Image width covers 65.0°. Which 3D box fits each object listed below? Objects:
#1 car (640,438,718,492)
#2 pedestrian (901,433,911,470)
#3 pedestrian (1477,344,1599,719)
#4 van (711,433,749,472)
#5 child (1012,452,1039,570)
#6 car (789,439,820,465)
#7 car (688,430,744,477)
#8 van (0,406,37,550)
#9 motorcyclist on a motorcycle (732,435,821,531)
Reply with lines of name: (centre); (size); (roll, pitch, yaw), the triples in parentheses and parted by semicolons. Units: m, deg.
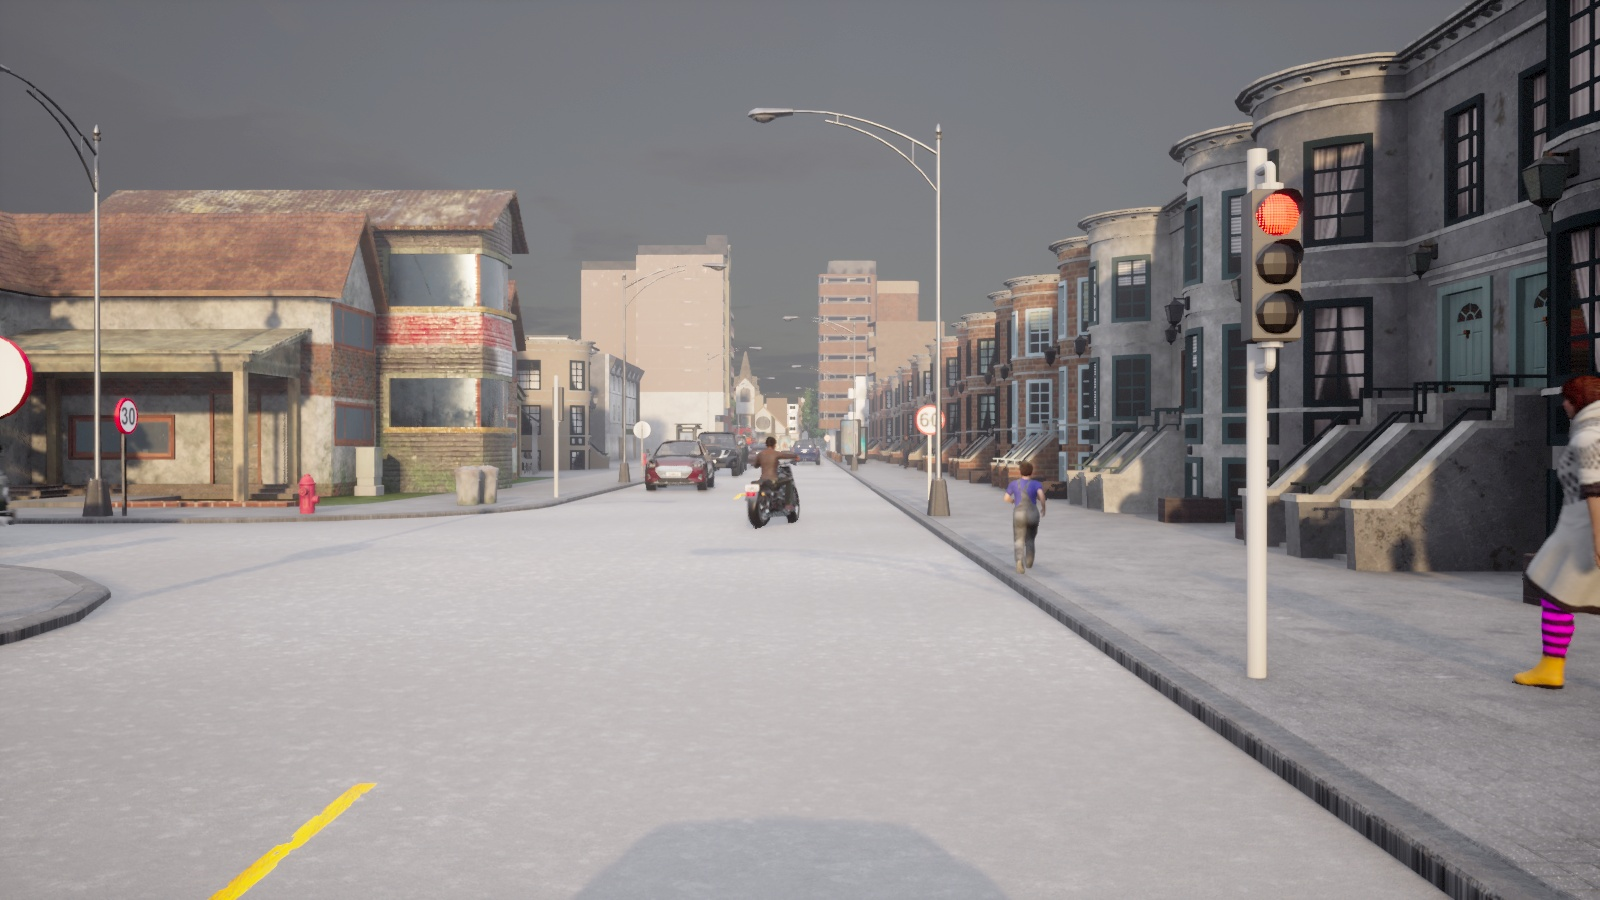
car: (-3.853, 0.443, 40.826); (2.033, 1.649, 4.856); (0, 0, 0)
pedestrian: (5.623, 0.084, 66.673); (0.423, 1.949, 0.788); (0, 0, -1)
pedestrian: (4.345, 0.421, 6.896); (0.659, 1.952, 0.873); (0, 0, -27)
van: (-3.758, 0.115, 67.613); (1.775, 1.987, 4.442); (0, 0, 0)
child: (2.461, 0.661, 13.739); (0.270, 1.263, 0.437); (0, 0, 8)
car: (0.312, 0.116, 86.622); (2.097, 1.767, 4.553); (0, 0, 0)
car: (-3.795, 0.140, 57.471); (2.150, 2.045, 5.566); (0, 0, 0)
van: (-13.265, 0.391, 17.296); (4.442, 1.987, 1.775); (0, 0, 0)
motorcyclist on a motorcycle: (-0.392, 0.568, 22.736); (0.766, 1.649, 2.350); (-1, 0, 21)
